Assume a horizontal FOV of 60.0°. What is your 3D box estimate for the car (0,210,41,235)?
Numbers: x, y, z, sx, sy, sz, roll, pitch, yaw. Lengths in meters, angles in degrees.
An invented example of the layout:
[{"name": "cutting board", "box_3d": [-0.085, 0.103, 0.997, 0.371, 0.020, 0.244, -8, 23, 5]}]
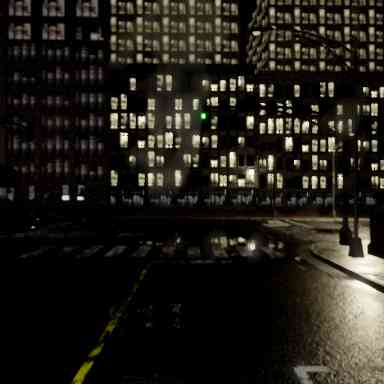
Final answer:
[{"name": "car", "box_3d": [-10.958, 1.605, 18.281, 4.718, 1.301, 1.895, 1, -1, -1]}]
